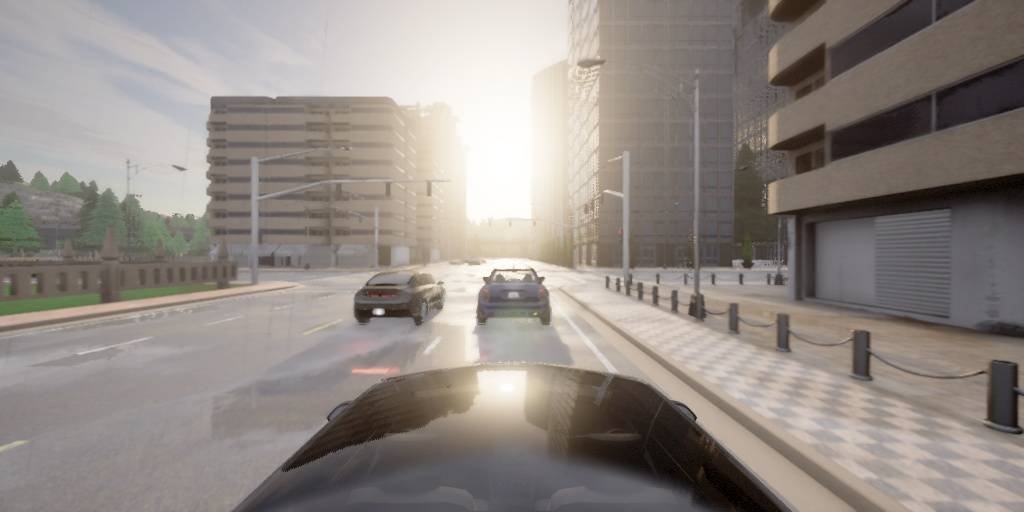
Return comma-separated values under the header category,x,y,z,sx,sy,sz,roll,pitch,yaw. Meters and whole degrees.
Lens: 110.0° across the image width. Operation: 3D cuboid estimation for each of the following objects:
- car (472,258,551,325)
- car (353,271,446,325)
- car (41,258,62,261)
category,x,y,z,sx,sy,sz,roll,pitch,yaw
car,0.064,1.068,11.868,2.097,1.767,4.553,0,0,0
car,-3.436,1.219,11.731,1.837,1.490,4.892,0,0,0
car,-43.353,1.091,34.571,4.892,1.490,1.837,0,0,26
